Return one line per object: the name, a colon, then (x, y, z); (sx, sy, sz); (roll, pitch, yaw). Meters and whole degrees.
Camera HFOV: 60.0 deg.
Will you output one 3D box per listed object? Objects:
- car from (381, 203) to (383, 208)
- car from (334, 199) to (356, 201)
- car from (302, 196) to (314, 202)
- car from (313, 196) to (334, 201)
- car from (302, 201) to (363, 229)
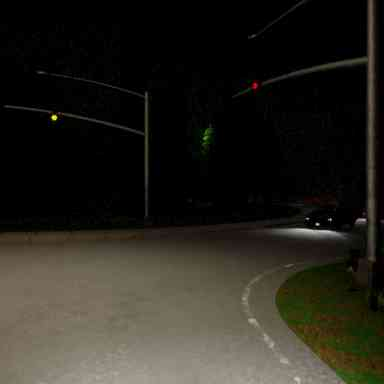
car: (17.373, 1.325, 28.243); (2.097, 1.767, 4.553); (0, 0, 25)
car: (14.341, 1.478, 30.425); (1.837, 1.490, 4.892); (0, 0, 20)
car: (20.019, 1.450, 54.566); (1.882, 1.535, 5.008); (0, 0, -12)
car: (16.655, 1.451, 40.486); (1.882, 1.535, 5.008); (0, 0, 8)
car: (9.168, 1.521, 21.629); (2.033, 1.411, 5.357); (0, 0, 41)
